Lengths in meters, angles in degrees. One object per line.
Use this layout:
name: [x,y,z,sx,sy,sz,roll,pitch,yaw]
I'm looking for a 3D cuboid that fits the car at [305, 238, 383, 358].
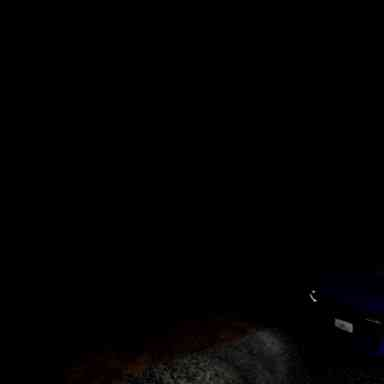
car: [4.062,1.473,5.721,5.008,1.535,1.882,0,0,-33]
